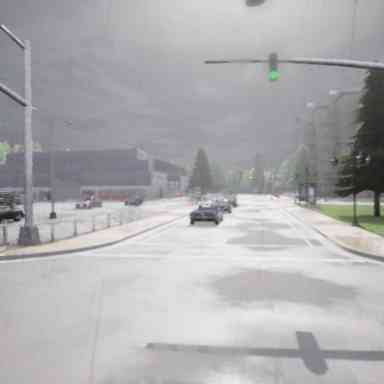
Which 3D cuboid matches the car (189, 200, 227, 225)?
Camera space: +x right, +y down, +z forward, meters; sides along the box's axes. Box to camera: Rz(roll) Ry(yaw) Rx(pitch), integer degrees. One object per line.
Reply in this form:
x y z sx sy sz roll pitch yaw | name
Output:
1.084 1.450 22.960 1.895 1.301 4.718 -1 0 11 | car

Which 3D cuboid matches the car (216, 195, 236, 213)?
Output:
2.922 1.332 32.784 1.994 1.385 4.181 -1 0 11 | car

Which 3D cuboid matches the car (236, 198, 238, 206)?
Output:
4.881 1.160 43.082 1.882 1.535 5.008 -1 0 11 | car

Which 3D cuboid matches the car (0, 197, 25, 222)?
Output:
-13.383 1.373 22.321 2.007 1.523 4.514 -1 0 11 | car

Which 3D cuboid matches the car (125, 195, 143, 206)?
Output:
-8.372 1.193 47.868 1.845 1.501 3.633 -1 0 11 | car

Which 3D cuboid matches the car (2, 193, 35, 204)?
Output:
-26.582 1.121 51.585 1.932 1.855 4.605 -1 0 11 | car

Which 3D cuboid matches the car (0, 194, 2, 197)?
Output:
-29.513 1.136 51.741 1.905 1.878 3.866 -1 0 11 | car

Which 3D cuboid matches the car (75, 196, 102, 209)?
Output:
-12.727 1.297 41.161 1.970 1.475 3.806 -1 0 11 | car
